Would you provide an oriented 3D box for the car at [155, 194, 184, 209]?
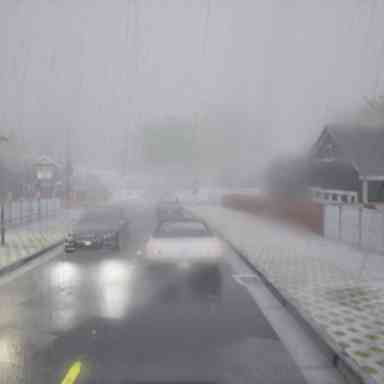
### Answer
[{"bbox_3d":[-1.695,1.140,25.047,2.128,1.511,4.902,0,1,-7],"label":"car"}]

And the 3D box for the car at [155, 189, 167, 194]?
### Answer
[{"bbox_3d":[-8.224,0.613,83.539,1.994,1.385,4.181,0,1,1],"label":"car"}]

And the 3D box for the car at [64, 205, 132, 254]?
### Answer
[{"bbox_3d":[-3.408,1.315,12.772,1.837,1.490,4.892,0,1,-4],"label":"car"}]

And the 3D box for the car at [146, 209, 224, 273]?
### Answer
[{"bbox_3d":[-0.282,1.439,10.146,1.895,1.301,4.718,0,1,-3],"label":"car"}]

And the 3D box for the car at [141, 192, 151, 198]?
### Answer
[{"bbox_3d":[-10.997,0.651,79.669,2.033,1.411,5.357,0,1,0],"label":"car"}]

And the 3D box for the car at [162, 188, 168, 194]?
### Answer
[{"bbox_3d":[-7.700,0.011,94.715,2.150,2.045,5.566,0,1,5],"label":"car"}]
